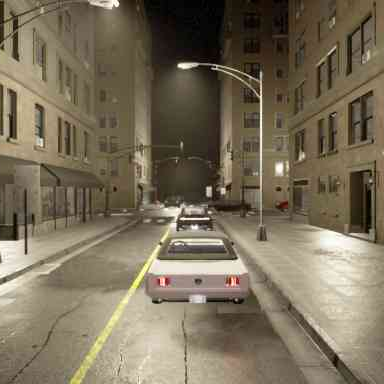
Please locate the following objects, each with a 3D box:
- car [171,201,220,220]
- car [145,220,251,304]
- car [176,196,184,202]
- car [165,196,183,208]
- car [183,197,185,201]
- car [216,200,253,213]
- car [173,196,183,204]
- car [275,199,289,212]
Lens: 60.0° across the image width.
[{"bbox_3d":[0.110,1.499,18.308,2.128,1.511,4.902,0,0,-1],"label":"car"},{"bbox_3d":[0.106,1.602,8.087,1.895,1.301,4.718,0,0,0],"label":"car"},{"bbox_3d":[-2.729,1.616,77.959,1.812,1.442,4.674,0,0,0],"label":"car"},{"bbox_3d":[-2.831,1.398,48.992,2.097,1.767,4.553,0,0,0],"label":"car"},{"bbox_3d":[-2.815,1.552,58.203,2.128,1.511,4.902,0,0,0],"label":"car"},{"bbox_3d":[3.804,1.575,35.990,5.357,1.411,2.033,0,0,0],"label":"car"},{"bbox_3d":[-2.750,1.582,67.671,1.837,1.490,4.892,0,0,1],"label":"car"},{"bbox_3d":[12.277,1.353,38.548,5.009,1.841,2.192,0,0,0],"label":"car"}]
